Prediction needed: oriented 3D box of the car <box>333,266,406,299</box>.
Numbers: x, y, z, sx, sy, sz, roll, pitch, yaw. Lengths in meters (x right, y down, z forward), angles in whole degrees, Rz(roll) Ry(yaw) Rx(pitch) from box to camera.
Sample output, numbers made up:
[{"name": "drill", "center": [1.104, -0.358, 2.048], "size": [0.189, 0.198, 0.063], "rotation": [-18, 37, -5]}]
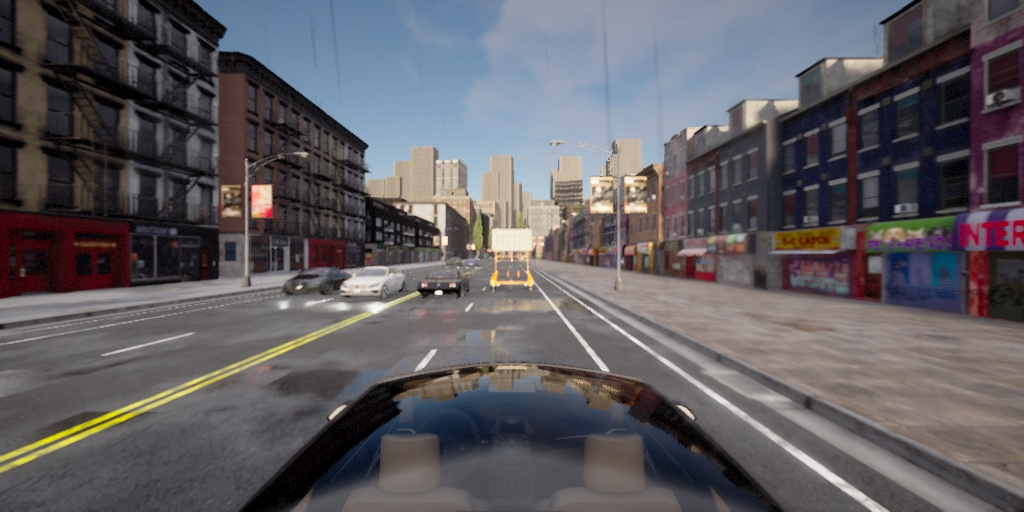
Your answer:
[{"name": "car", "center": [-6.607, 1.217, 17.631], "size": [1.812, 1.442, 4.674], "rotation": [0, 0, 0]}]

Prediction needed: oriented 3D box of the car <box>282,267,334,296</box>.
[{"name": "car", "center": [-9.850, 1.252, 18.575], "size": [1.994, 1.385, 4.181], "rotation": [0, 0, 0]}]

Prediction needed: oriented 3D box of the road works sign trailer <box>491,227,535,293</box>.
[{"name": "road works sign trailer", "center": [-0.001, 0.148, 20.327], "size": [2.380, 3.560, 2.880], "rotation": [0, 0, 0]}]

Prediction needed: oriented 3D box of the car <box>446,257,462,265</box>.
[{"name": "car", "center": [-9.783, 0.935, 60.963], "size": [2.097, 1.767, 4.553], "rotation": [0, 0, 0]}]

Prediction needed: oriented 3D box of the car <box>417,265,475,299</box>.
[{"name": "car", "center": [-3.152, 1.292, 17.669], "size": [1.895, 1.301, 4.718], "rotation": [0, 0, 0]}]

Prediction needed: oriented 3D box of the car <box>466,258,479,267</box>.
[{"name": "car", "center": [-6.538, 1.111, 59.592], "size": [1.812, 1.442, 4.674], "rotation": [0, 0, 1]}]
